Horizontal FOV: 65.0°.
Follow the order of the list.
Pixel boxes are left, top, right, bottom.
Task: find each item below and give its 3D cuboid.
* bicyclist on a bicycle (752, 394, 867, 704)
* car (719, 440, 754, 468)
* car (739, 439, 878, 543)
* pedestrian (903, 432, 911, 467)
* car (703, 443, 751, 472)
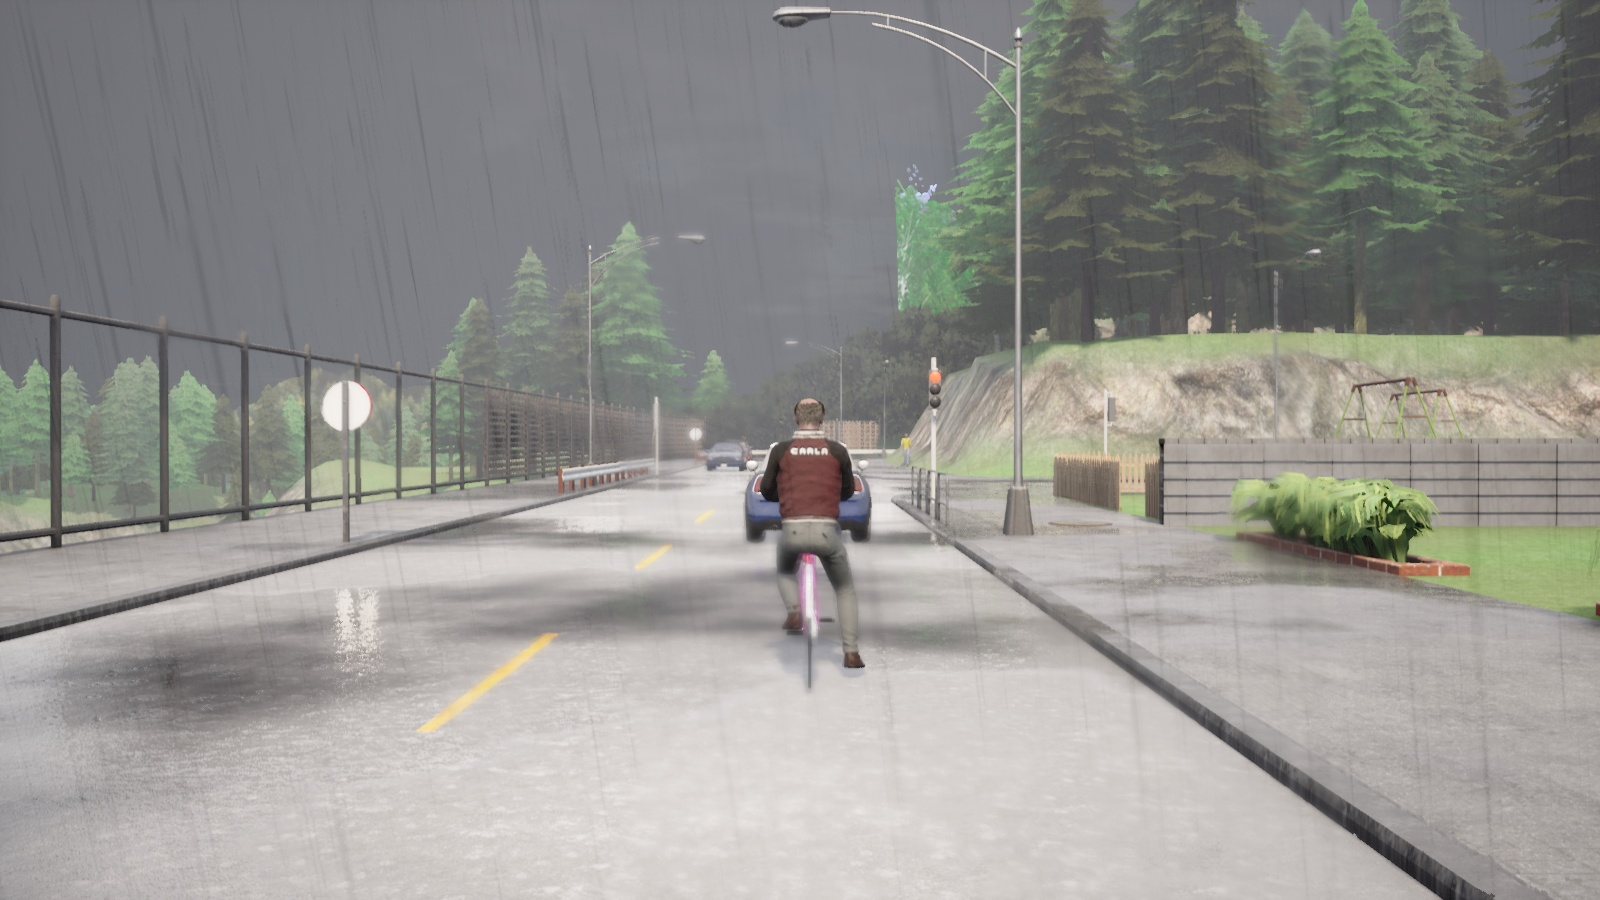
[{"bbox_3d":[0.060,0.559,8.118,0.659,1.776,1.843,0,1,0],"label":"bicyclist on a bicycle"},{"bbox_3d":[-3.590,0.214,71.642,1.789,1.549,3.705,0,0,0],"label":"car"},{"bbox_3d":[0.125,0.572,19.747,1.970,1.475,3.806,0,0,0],"label":"car"},{"bbox_3d":[5.658,-0.011,66.430,0.354,1.836,0.706,0,0,0],"label":"pedestrian"},{"bbox_3d":[-3.605,0.346,62.781,2.033,1.411,5.357,0,0,0],"label":"car"}]
